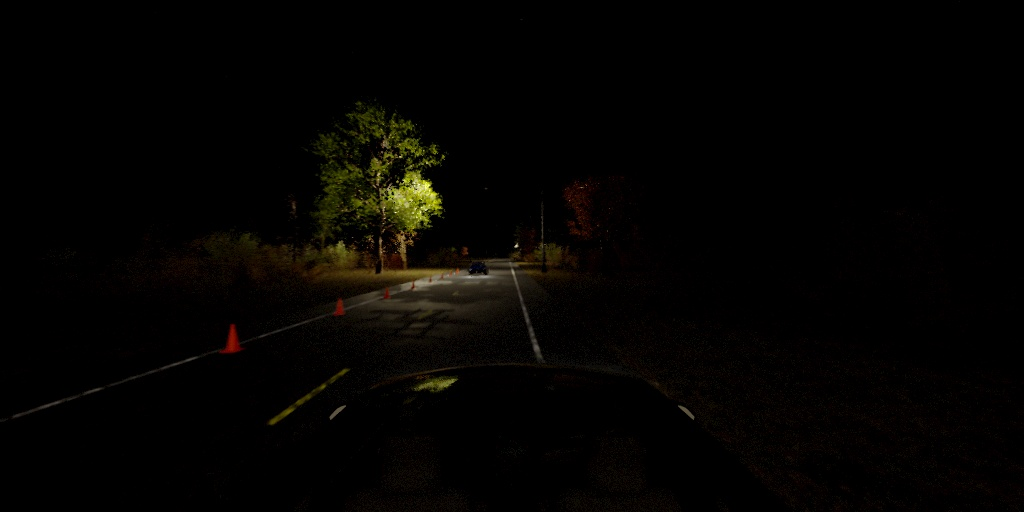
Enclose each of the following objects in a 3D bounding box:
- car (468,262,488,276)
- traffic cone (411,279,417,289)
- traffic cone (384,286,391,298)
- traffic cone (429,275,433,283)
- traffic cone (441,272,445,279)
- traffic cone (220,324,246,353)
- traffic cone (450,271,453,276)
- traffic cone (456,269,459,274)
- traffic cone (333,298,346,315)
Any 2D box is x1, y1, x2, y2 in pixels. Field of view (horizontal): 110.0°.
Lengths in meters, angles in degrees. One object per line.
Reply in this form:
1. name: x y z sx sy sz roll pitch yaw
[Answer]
1. car: -3.608 1.335 38.667 1.812 1.442 4.674 -1 0 -1
2. traffic cone: -6.275 1.791 22.874 0.340 0.580 0.340 0 0 -1
3. traffic cone: -6.224 1.788 17.874 0.340 0.580 0.340 0 0 -1
4. traffic cone: -6.328 1.794 27.875 0.340 0.580 0.340 0 0 -1
5. traffic cone: -6.380 1.797 32.875 0.340 0.580 0.340 0 0 -1
6. traffic cone: -6.120 1.783 7.873 0.340 0.580 0.340 0 0 -1
7. traffic cone: -6.433 1.799 37.875 0.340 0.580 0.340 0 0 -1
8. traffic cone: -6.484 1.802 42.875 0.340 0.580 0.340 0 0 -1
9. traffic cone: -6.171 1.786 12.873 0.340 0.580 0.340 0 0 -1
